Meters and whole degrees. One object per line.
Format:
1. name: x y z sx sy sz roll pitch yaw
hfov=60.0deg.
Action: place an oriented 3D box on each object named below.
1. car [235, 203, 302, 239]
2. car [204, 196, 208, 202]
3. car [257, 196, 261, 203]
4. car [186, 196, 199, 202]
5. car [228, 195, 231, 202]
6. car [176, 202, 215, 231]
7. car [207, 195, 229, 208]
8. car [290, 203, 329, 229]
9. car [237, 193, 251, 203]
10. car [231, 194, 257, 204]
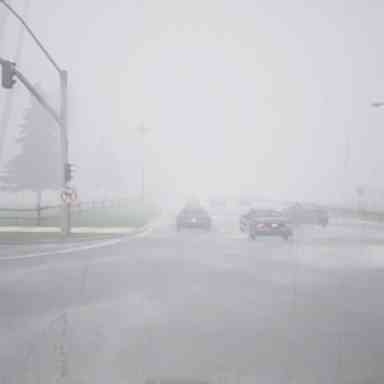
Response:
1. car: 3.602 1.512 17.023 2.033 1.411 5.357 0 0 0
2. car: 3.506 1.460 67.522 1.895 1.301 4.718 0 0 0
3. car: 10.505 1.387 57.074 1.837 1.490 4.892 0 0 0
4. car: 0.106 1.508 44.625 1.895 1.301 4.718 0 0 0
5. car: 7.006 1.386 67.491 1.812 1.442 4.674 0 0 0
6. car: 0.102 1.522 20.105 1.994 1.385 4.181 0 0 0
7. car: 3.605 1.467 46.509 1.994 1.385 4.181 0 0 0
8. car: 7.102 1.447 21.441 2.128 1.511 4.902 0 0 0
9. car: 10.506 1.188 67.463 2.097 1.767 4.553 0 0 0
10. car: 7.106 1.396 46.011 2.128 1.511 4.902 0 0 0
